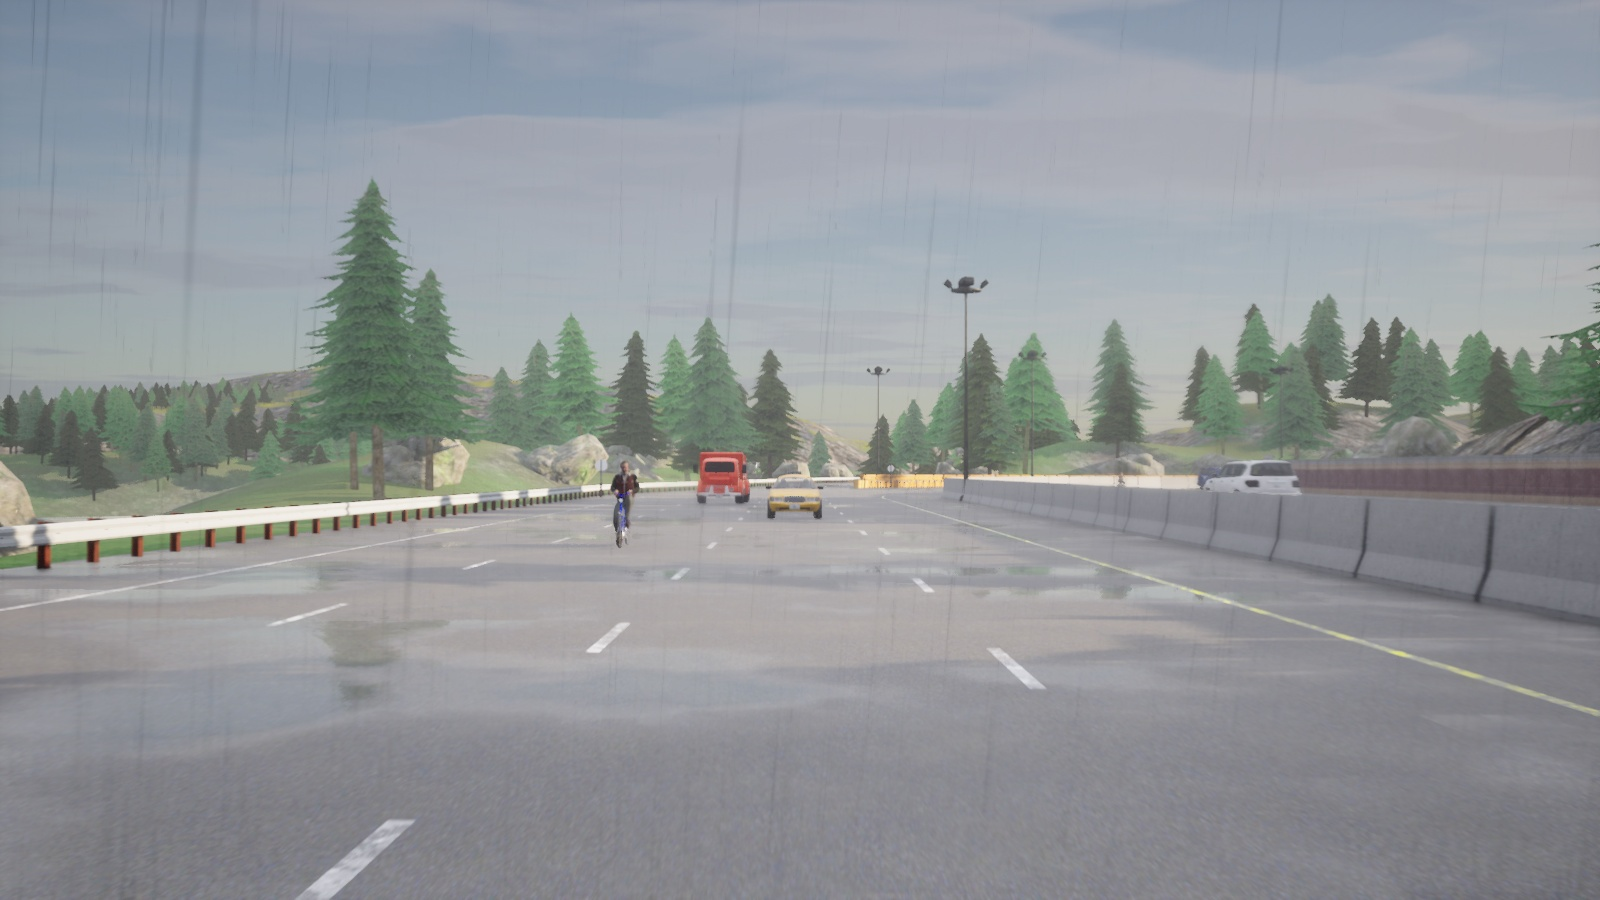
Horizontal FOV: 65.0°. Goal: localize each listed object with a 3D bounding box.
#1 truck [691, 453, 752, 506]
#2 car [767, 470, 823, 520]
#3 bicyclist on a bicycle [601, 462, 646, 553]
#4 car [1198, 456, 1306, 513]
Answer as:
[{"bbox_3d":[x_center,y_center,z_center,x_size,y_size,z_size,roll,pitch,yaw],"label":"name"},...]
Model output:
[{"bbox_3d":[-3.769,1.392,61.199,2.627,2.467,5.204,0,-1,0],"label":"truck"},{"bbox_3d":[-0.170,1.487,42.686,1.801,1.575,5.366,0,-1,0],"label":"car"},{"bbox_3d":[-3.582,1.140,25.582,0.659,1.776,1.843,0,-1,0],"label":"bicyclist on a bicycle"},{"bbox_3d":[17.300,1.298,48.396,2.150,2.045,5.566,0,-1,0],"label":"car"}]
